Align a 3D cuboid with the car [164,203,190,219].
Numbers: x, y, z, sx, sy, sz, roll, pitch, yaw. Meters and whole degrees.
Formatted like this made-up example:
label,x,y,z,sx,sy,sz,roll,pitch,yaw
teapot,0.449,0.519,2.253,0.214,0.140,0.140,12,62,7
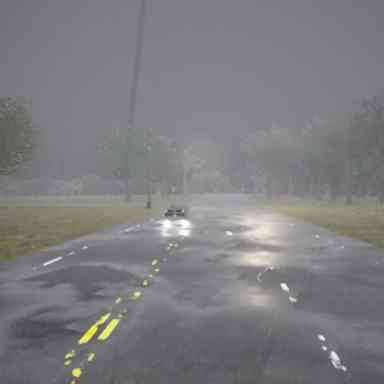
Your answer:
label,x,y,z,sx,sy,sz,roll,pitch,yaw
car,-1.280,1.638,29.828,1.895,1.301,4.718,0,0,4
